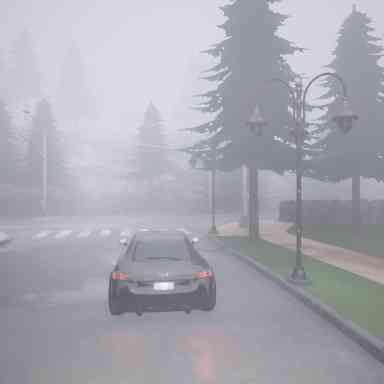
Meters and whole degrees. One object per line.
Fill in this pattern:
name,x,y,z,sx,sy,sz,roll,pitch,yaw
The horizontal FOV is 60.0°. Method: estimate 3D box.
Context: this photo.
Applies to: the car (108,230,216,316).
car,-0.724,1.564,7.631,1.994,1.385,4.181,0,0,-7
